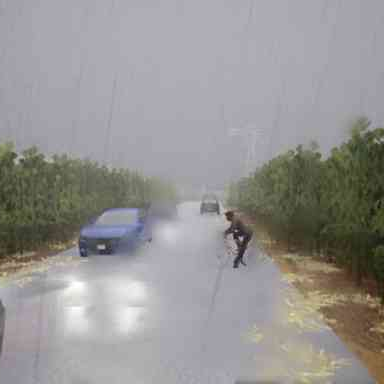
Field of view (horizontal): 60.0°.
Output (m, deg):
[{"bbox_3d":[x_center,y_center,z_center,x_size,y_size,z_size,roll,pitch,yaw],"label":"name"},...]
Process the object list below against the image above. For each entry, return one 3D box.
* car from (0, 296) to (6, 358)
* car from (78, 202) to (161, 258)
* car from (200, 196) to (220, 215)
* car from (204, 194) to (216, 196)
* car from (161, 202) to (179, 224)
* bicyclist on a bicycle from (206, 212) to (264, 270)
[{"bbox_3d":[-3.188,1.499,1.961,1.837,1.490,4.892,0,0,3],"label":"car"},{"bbox_3d":[-2.611,1.363,12.558,1.882,1.535,5.008,0,1,3],"label":"car"},{"bbox_3d":[1.871,1.481,34.283,1.882,1.535,5.008,0,0,3],"label":"car"},{"bbox_3d":[2.572,1.265,47.321,2.150,2.045,5.566,0,0,3],"label":"car"},{"bbox_3d":[-2.007,1.419,23.571,2.033,1.411,5.357,0,-1,3],"label":"car"},{"bbox_3d":[1.225,1.382,9.467,1.656,1.620,0.582,0,1,3],"label":"bicyclist on a bicycle"}]
